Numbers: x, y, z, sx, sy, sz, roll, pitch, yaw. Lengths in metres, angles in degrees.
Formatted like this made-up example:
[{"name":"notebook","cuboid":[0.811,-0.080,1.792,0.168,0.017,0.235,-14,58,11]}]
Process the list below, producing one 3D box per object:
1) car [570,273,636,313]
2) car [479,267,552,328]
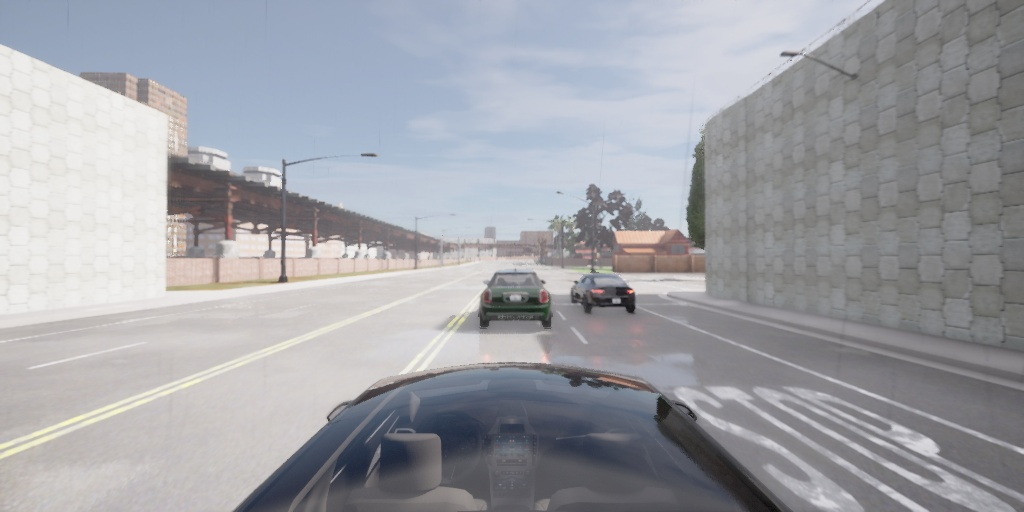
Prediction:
[{"name":"car","cuboid":[3.598,1.418,14.682,1.812,1.442,4.674,0,-1,0]},{"name":"car","cuboid":[0.100,1.215,12.050,2.097,1.767,4.553,0,-1,0]}]
